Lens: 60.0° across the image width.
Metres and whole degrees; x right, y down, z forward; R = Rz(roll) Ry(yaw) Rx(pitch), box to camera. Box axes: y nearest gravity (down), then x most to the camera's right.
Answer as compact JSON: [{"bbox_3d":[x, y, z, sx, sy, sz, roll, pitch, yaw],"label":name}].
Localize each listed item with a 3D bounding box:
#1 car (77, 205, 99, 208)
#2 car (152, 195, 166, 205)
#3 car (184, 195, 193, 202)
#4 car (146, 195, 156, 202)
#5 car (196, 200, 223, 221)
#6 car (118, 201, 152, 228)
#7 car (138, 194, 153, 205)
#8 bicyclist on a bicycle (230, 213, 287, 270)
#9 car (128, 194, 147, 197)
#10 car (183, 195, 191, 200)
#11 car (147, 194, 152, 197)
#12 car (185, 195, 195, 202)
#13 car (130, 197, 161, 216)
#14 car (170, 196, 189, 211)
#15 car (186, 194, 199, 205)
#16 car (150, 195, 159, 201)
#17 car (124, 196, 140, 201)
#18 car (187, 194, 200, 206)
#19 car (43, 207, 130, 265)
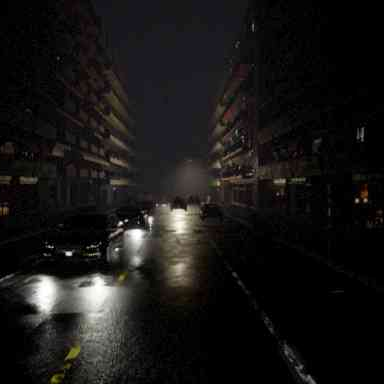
[{"bbox_3d":[-6.578,1.528,20.896,1.887,1.381,4.507,-1,0,-3],"label":"car"},{"bbox_3d":[-5.642,1.443,58.898,1.837,1.490,4.892,0,0,-2],"label":"car"},{"bbox_3d":[-0.753,1.474,77.916,1.947,1.339,4.313,-1,0,-3],"label":"car"},{"bbox_3d":[-8.844,1.464,71.826,1.887,1.381,4.507,-1,0,-3],"label":"car"},{"bbox_3d":[1.507,1.559,26.986,1.802,1.307,4.206,-1,0,-3],"label":"car"},{"bbox_3d":[-4.008,1.546,21.998,1.994,1.385,4.181,0,0,-2],"label":"car"},{"bbox_3d":[-8.344,1.252,60.507,2.192,1.841,5.009,-1,0,-3],"label":"car"},{"bbox_3d":[1.907,1.434,9.527,1.656,1.620,0.582,-1,0,-3],"label":"bicyclist on a bicycle"},{"bbox_3d":[-7.589,1.274,43.531,2.192,1.841,5.009,-1,0,-3],"label":"car"},{"bbox_3d":[-1.479,1.442,94.893,1.947,1.339,4.313,-1,0,-3],"label":"car"},{"bbox_3d":[-8.089,1.490,54.850,1.887,1.381,4.507,-1,0,-3],"label":"car"},{"bbox_3d":[-0.508,1.463,72.257,1.887,1.381,4.507,-1,0,-3],"label":"car"},{"bbox_3d":[-4.451,1.519,32.552,2.033,1.411,5.357,0,0,-2],"label":"car"},{"bbox_3d":[-1.587,1.490,39.494,1.812,1.442,4.674,0,0,-3],"label":"car"},{"bbox_3d":[-0.008,1.252,60.939,2.192,1.841,5.009,-1,0,-3],"label":"car"},{"bbox_3d":[-9.347,1.464,83.146,1.947,1.339,4.313,-1,0,-3],"label":"car"},{"bbox_3d":[-7.327,1.491,37.702,1.752,1.417,4.829,-1,0,-3],"label":"car"},{"bbox_3d":[0.244,1.260,55.279,2.192,1.841,5.009,-1,0,-3],"label":"car"},{"bbox_3d":[-3.564,1.498,11.756,1.837,1.490,4.892,0,0,-3],"label":"car"}]
